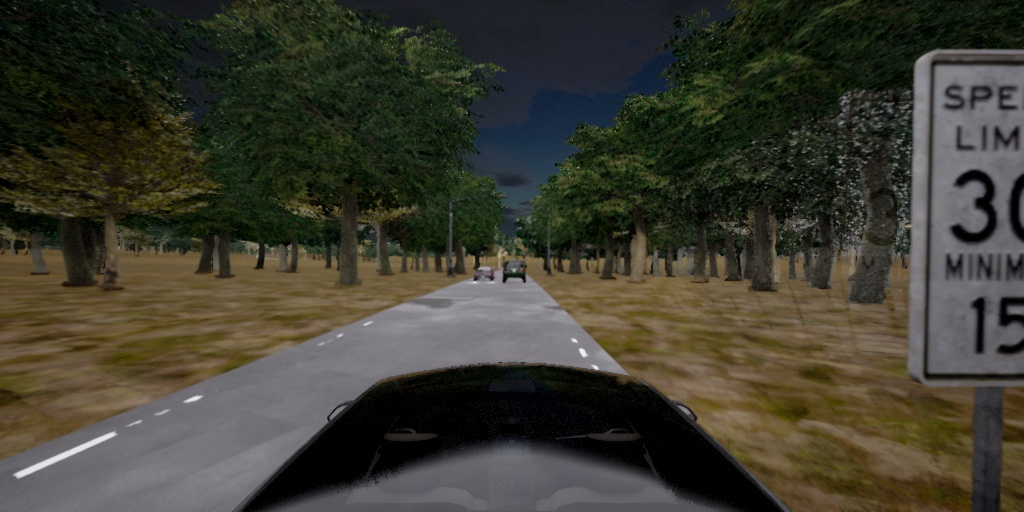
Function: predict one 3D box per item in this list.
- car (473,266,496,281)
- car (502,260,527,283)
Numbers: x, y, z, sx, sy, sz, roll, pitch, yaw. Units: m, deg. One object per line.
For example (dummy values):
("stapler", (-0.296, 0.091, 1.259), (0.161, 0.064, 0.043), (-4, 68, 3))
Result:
("car", (-2.777, 1.769, 36.655), (1.812, 1.442, 4.674), (0, -1, 0))
("car", (0.241, 1.417, 33.756), (2.150, 2.045, 5.566), (0, -1, 1))
